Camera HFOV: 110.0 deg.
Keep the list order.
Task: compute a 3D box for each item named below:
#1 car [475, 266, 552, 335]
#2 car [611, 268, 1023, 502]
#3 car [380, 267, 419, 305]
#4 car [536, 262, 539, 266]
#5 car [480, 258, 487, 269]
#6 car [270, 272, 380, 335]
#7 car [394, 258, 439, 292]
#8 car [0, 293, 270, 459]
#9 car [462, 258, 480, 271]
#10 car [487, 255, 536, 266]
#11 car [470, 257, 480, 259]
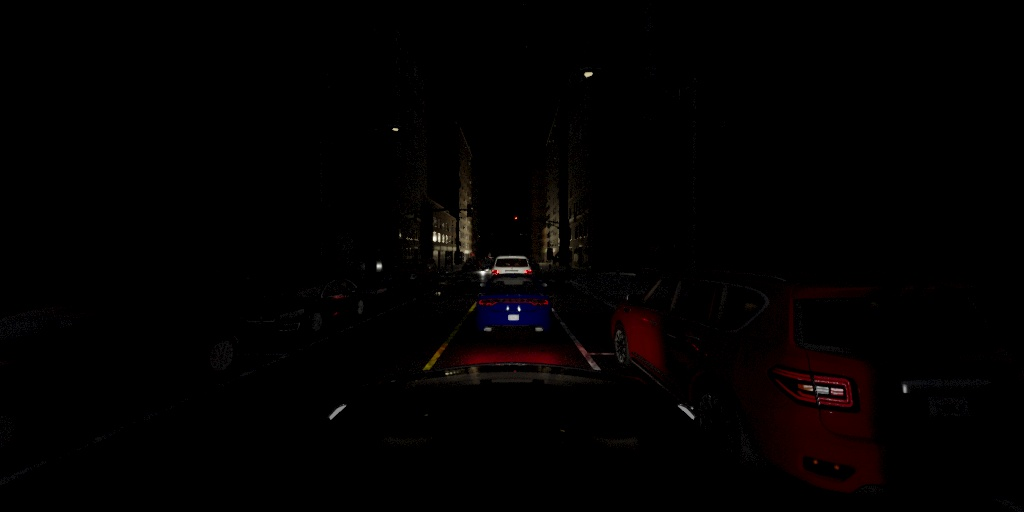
[{"bbox_3d":[0.044,1.226,10.499,1.882,1.535,5.008,0,0,0],"label":"car"},{"bbox_3d":[2.855,1.064,4.724,2.192,1.841,5.009,0,0,0],"label":"car"},{"bbox_3d":[-5.683,1.330,15.857,1.802,1.307,4.207,0,0,0],"label":"car"},{"bbox_3d":[2.804,1.350,48.476,1.802,1.307,4.207,0,0,0],"label":"car"},{"bbox_3d":[-3.154,1.295,48.980,1.812,1.442,4.674,0,0,-3],"label":"car"},{"bbox_3d":[-5.676,1.299,10.274,2.007,1.370,4.403,0,0,0],"label":"car"},{"bbox_3d":[-5.689,1.064,21.439,2.192,1.841,5.009,0,0,0],"label":"car"},{"bbox_3d":[-5.670,1.294,4.692,1.888,1.381,4.507,0,0,0],"label":"car"},{"bbox_3d":[-5.721,1.350,48.439,1.802,1.307,4.207,0,0,0],"label":"car"},{"bbox_3d":[-0.016,0.971,20.159,2.150,2.045,5.566,0,0,0],"label":"car"},{"bbox_3d":[-5.728,1.089,54.004,2.192,1.841,5.009,0,0,0],"label":"car"}]
